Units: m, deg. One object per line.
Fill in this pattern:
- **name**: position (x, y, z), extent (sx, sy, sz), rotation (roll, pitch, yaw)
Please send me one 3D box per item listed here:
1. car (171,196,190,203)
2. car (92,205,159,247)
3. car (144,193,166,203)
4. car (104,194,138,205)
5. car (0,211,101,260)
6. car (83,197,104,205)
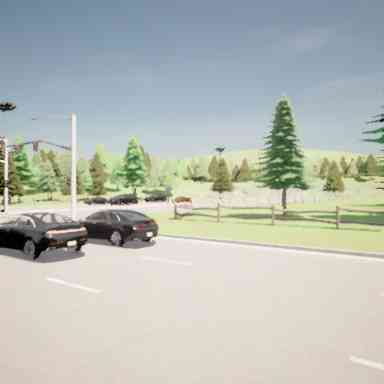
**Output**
- **car**: position (-2.347, 1.585, 69.105), extent (1.882, 1.535, 5.008), rotation (0, 0, 35)
- **car**: position (-3.727, 1.534, 15.240), extent (4.892, 1.490, 1.837), rotation (-1, 0, 36)
- **car**: position (-8.103, 1.350, 73.087), extent (2.150, 2.045, 5.566), rotation (0, 0, 35)
- **car**: position (-11.535, 1.332, 56.041), extent (2.150, 2.045, 5.566), rotation (0, 0, 35)
- **car**: position (-5.984, 1.522, 12.553), extent (4.902, 1.511, 2.128), rotation (0, 0, 36)
- **car**: position (-17.273, 1.631, 60.000), extent (1.837, 1.490, 4.892), rotation (0, 0, 35)
